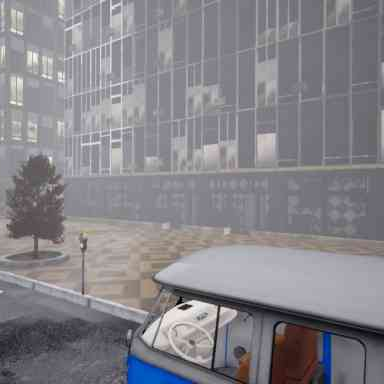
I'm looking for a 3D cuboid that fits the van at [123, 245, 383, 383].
[{"bbox_3d":[1.342,1.341,1.911,3.998,1.788,1.690,0,0,35],"label":"van"}]
